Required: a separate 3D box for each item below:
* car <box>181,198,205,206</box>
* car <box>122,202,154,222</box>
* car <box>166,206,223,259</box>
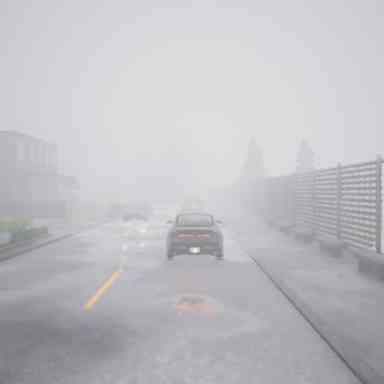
[{"bbox_3d":[0.098,1.310,30.062,2.097,1.767,4.553,0,0,0],"label":"car"},{"bbox_3d":[-4.091,1.511,26.094,2.033,1.411,5.357,0,0,0],"label":"car"},{"bbox_3d":[0.095,1.488,12.422,1.837,1.490,4.892,0,0,0],"label":"car"}]
